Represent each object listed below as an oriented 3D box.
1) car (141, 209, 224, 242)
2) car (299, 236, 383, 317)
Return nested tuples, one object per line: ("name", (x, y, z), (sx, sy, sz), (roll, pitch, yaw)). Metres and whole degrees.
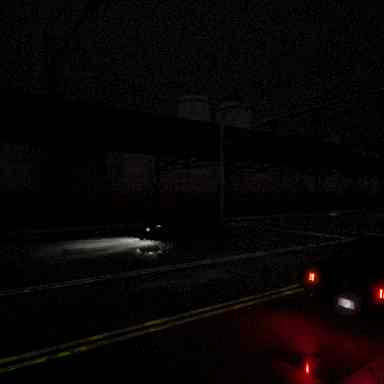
("car", (-0.413, 1.564, 16.574), (4.181, 1.385, 1.994), (0, 0, -35))
("car", (4.439, 1.601, 6.919), (4.718, 1.301, 1.895), (0, 0, -35))
